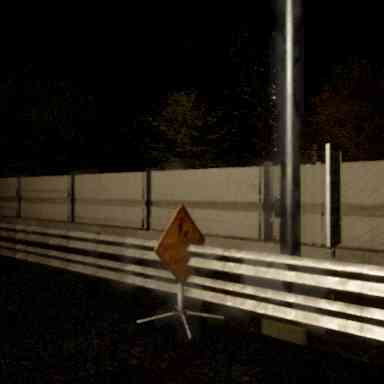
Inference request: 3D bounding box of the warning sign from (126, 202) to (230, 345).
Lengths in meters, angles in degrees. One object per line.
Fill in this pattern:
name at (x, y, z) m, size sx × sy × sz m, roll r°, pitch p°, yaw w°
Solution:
warning sign at (-0.184, 1.111, 5.283) m, size 1.060 × 1.860 × 1.300 m, roll 0°, pitch 0°, yaw 36°
